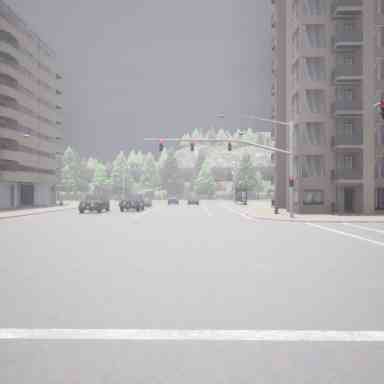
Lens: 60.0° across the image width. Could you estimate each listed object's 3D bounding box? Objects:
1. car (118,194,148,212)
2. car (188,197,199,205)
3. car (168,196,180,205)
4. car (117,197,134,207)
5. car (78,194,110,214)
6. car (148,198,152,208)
[{"bbox_3d":[-7.005,1.221,39.457,2.150,2.045,5.566,0,0,0],"label":"car"},{"bbox_3d":[0.233,1.564,58.360,1.994,1.385,4.181,0,0,0],"label":"car"},{"bbox_3d":[-3.363,1.526,60.018,1.812,1.442,4.674,0,0,0],"label":"car"},{"bbox_3d":[-10.448,1.525,52.691,1.812,1.442,4.674,0,0,1],"label":"car"},{"bbox_3d":[-10.514,1.222,36.254,2.150,2.045,5.566,0,0,0],"label":"car"},{"bbox_3d":[-6.969,1.526,48.986,1.812,1.442,4.674,0,0,0],"label":"car"}]
